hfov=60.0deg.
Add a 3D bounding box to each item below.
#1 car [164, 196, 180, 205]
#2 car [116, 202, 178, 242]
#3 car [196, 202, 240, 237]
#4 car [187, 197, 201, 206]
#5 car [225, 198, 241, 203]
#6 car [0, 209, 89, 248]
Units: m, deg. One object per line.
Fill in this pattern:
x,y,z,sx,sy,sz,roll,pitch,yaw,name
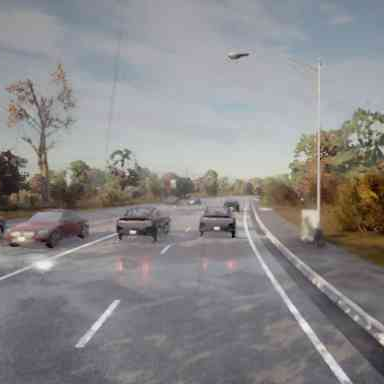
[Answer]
-3.343,1.525,56.048,1.837,1.490,4.892,0,0,10,car
-2.253,1.496,16.543,2.128,1.511,4.902,0,0,6,car
1.460,1.513,18.235,2.128,1.511,4.902,0,0,7,car
0.385,1.530,57.063,2.128,1.511,4.902,0,0,10,car
4.757,1.555,40.083,1.837,1.490,4.892,0,0,10,car
-6.175,1.513,14.819,1.812,1.442,4.674,0,0,6,car
